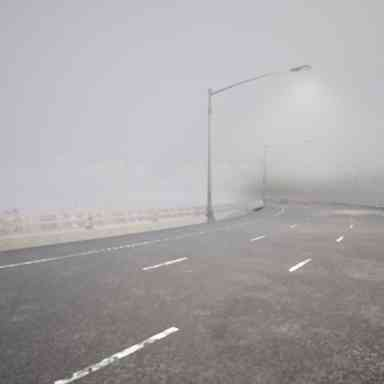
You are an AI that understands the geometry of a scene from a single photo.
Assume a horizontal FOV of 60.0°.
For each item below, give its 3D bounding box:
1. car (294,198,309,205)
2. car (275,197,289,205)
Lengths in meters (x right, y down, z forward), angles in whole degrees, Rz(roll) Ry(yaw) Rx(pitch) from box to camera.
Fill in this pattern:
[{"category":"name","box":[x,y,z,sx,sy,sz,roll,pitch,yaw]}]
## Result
[{"category":"car","box":[21.632,1.838,65.748,1.994,1.385,4.181,0,0,4]},{"category":"car","box":[18.289,1.768,67.665,1.837,1.490,4.892,0,0,1]}]
